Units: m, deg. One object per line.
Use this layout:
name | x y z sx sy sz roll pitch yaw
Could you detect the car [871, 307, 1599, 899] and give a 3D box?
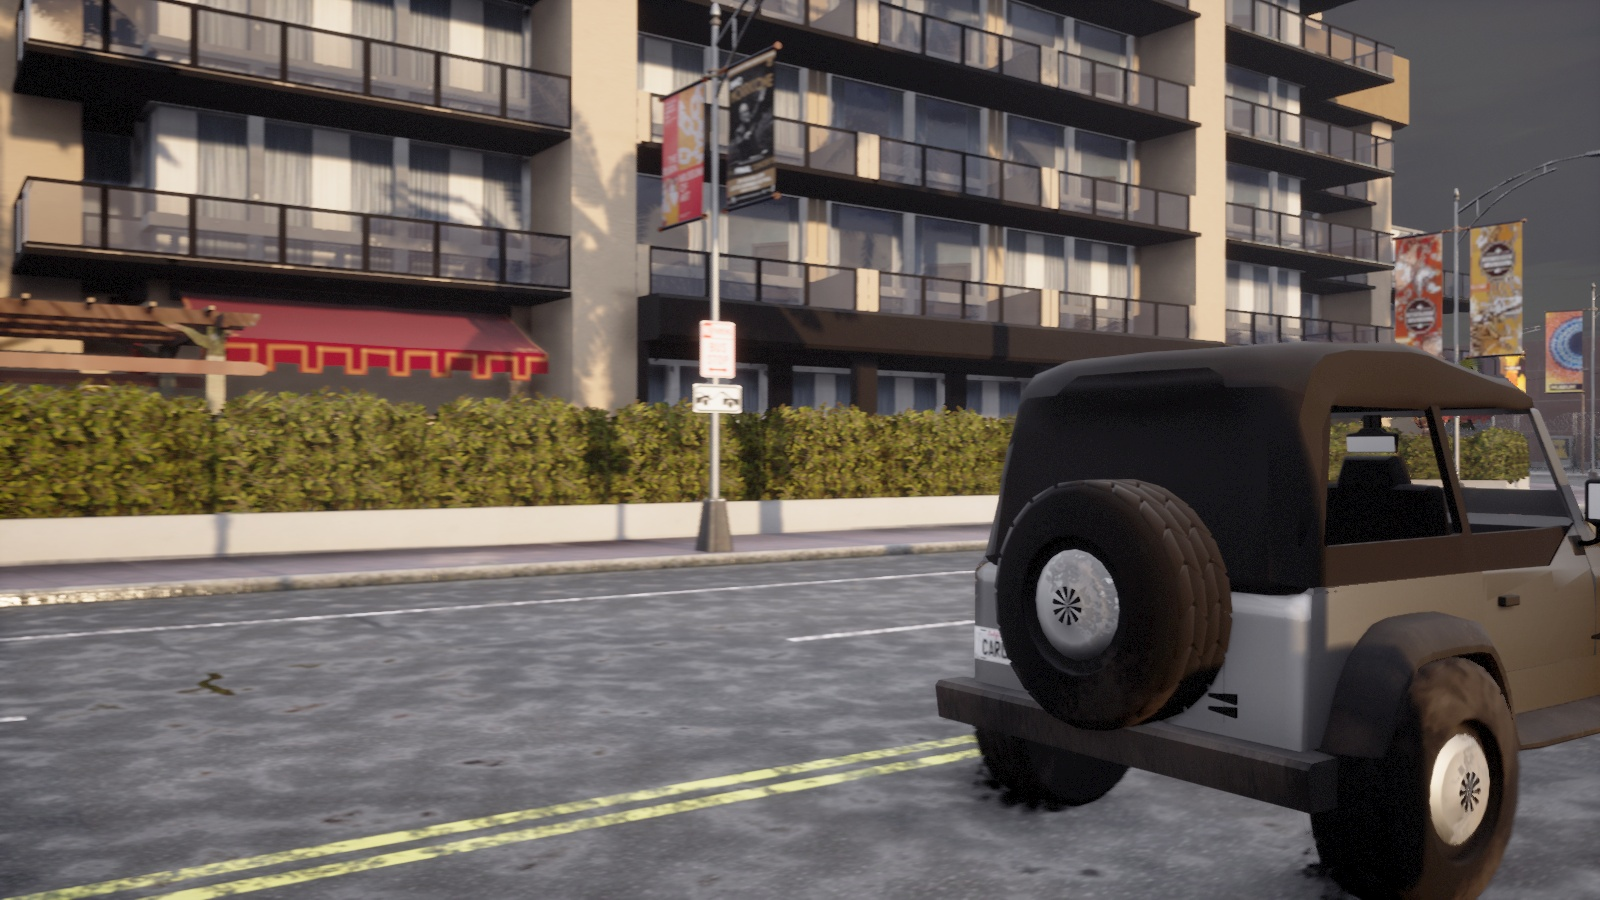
car | 2.416 0.549 5.341 3.866 1.878 1.905 0 0 -35
